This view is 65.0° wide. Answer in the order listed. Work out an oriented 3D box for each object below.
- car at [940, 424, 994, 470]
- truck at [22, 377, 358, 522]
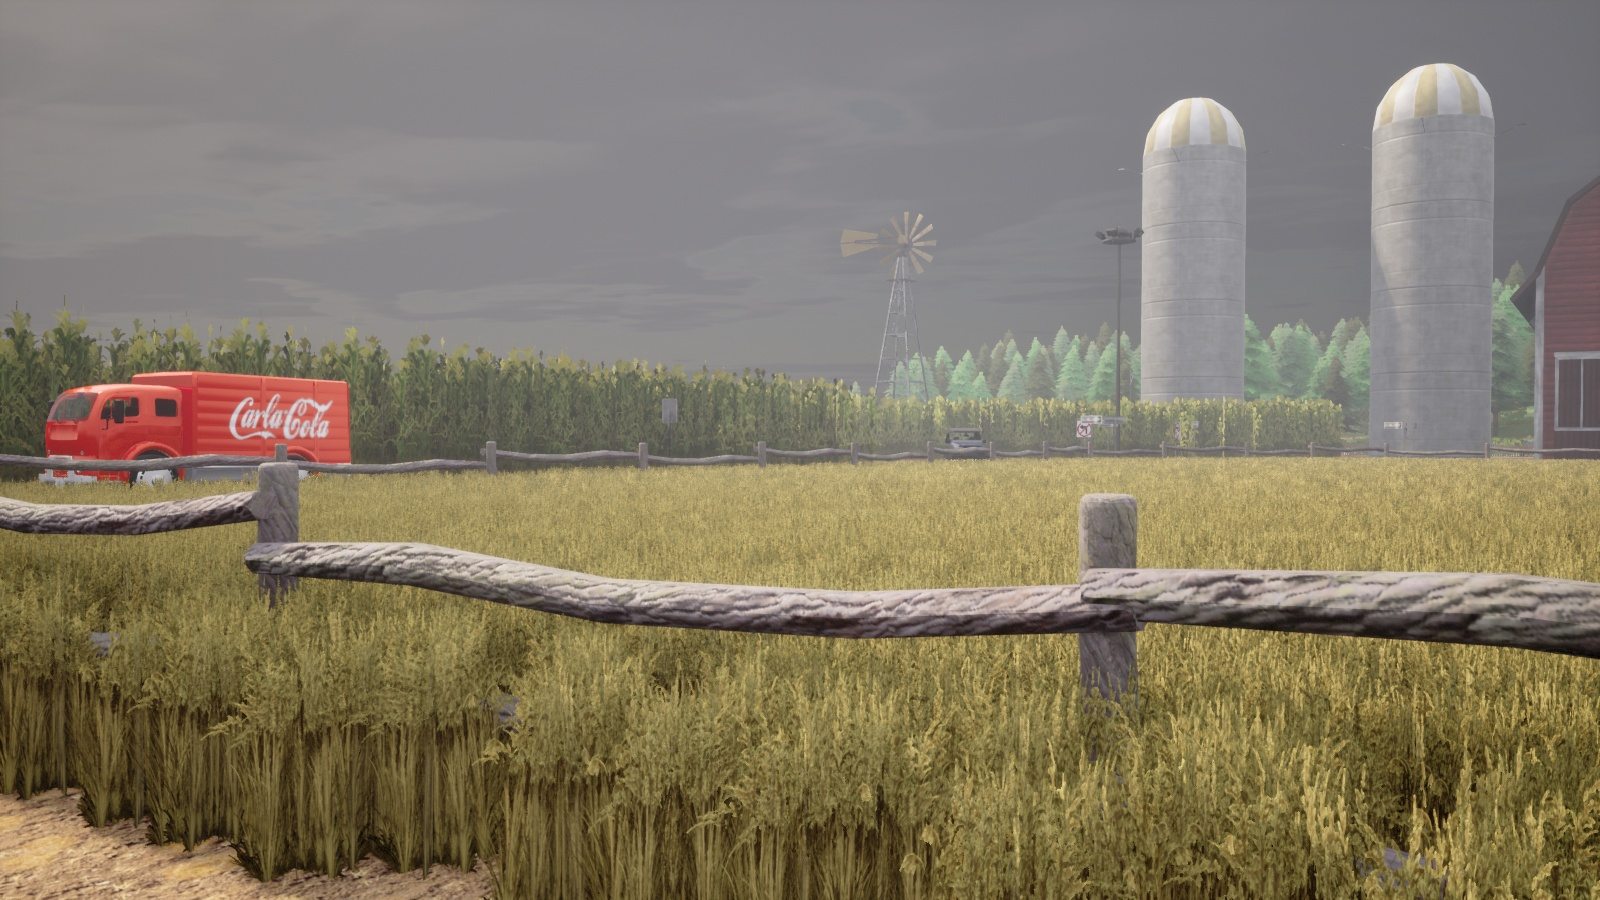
[{"bbox_3d":[7.136,-0.154,54.053,1.905,1.878,3.866,0,1,1],"label":"car"},{"bbox_3d":[-11.563,-0.024,24.202,2.627,2.467,5.204,0,0,34],"label":"truck"}]
